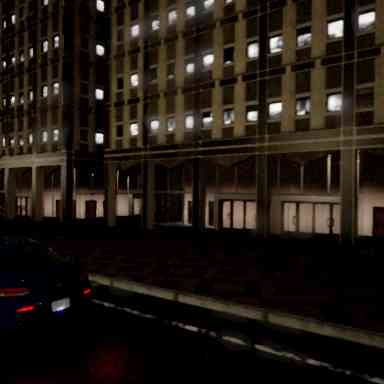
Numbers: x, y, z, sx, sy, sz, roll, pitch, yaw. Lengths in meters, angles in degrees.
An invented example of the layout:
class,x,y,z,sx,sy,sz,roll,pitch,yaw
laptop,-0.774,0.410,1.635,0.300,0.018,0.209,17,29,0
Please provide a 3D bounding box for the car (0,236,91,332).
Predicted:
class,x,y,z,sx,sy,sz,roll,pitch,yaw
car,-3.897,1.599,6.463,4.674,1.442,1.812,-1,-1,35
